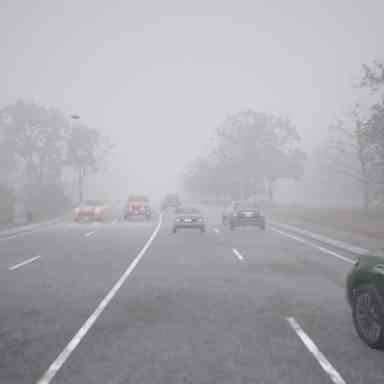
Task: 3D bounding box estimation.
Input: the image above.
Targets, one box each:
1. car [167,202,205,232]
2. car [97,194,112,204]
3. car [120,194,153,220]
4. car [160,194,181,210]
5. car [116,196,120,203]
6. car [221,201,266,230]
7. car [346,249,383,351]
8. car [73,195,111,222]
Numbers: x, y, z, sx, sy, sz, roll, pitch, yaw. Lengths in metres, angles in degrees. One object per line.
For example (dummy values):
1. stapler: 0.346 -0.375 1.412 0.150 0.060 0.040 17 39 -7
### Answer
1. car: -0.278 1.552 20.096 2.033 1.411 5.357 0 0 -3
2. car: -17.549 1.342 66.501 2.097 1.767 4.553 0 0 -24
3. car: -4.580 1.226 28.618 2.150 2.045 5.566 0 0 -5
4. car: -2.756 1.231 42.504 2.150 2.045 5.566 0 0 -11
5. car: -14.402 1.520 68.043 1.812 1.442 4.674 0 0 -24
6. car: 3.147 1.357 21.205 2.097 1.767 4.553 0 0 -3
7. car: 3.587 1.222 3.057 2.150 2.045 5.566 0 0 0
8. car: -7.964 1.354 26.664 2.097 1.767 4.553 0 0 -5
